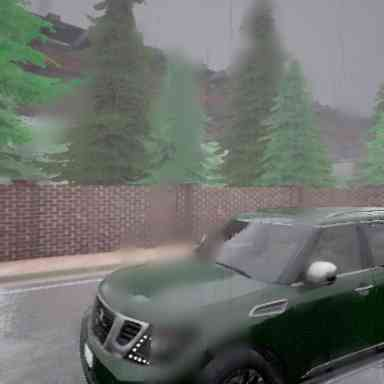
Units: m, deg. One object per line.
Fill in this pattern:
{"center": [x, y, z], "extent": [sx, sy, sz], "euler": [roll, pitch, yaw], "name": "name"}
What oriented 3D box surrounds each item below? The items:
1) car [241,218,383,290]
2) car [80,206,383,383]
{"center": [4.284, 1.594, 9.709], "extent": [5.357, 1.411, 2.033], "euler": [0, 0, -21], "name": "car"}
{"center": [1.443, 1.240, 4.519], "extent": [5.566, 2.045, 2.150], "euler": [0, -1, -28], "name": "car"}
